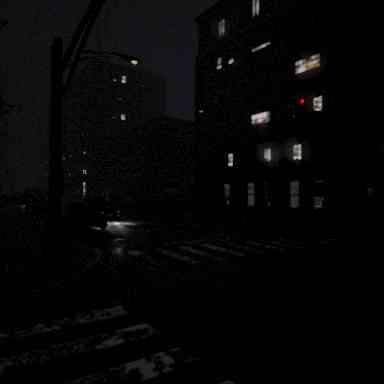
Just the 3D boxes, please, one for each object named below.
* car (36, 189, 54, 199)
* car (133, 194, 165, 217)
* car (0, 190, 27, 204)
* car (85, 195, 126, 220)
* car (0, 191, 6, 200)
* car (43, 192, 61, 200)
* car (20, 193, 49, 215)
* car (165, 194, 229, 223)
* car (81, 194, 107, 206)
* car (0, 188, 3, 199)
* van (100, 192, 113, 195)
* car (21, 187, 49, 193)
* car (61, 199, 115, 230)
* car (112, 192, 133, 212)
[{"bbox_3d":[-28.397,0.308,64.158,2.192,1.841,5.009,2,0,-36],"label":"car"},{"bbox_3d":[-2.678,1.046,28.234,2.192,1.841,5.009,2,0,-36],"label":"car"},{"bbox_3d":[-22.357,0.802,41.315,2.008,1.369,4.403,2,0,-36],"label":"car"},{"bbox_3d":[-6.891,1.212,24.311,1.837,1.490,4.892,1,1,-36],"label":"car"},{"bbox_3d":[-32.002,0.562,54.785,1.802,1.307,4.206,2,0,-36],"label":"car"},{"bbox_3d":[-25.189,0.646,59.666,1.947,1.339,4.313,2,0,-36],"label":"car"},{"bbox_3d":[-12.712,1.077,27.844,1.887,1.381,4.507,2,0,-36],"label":"car"},{"bbox_3d":[0.536,1.145,23.743,2.192,1.841,5.009,2,0,-36],"label":"car"},{"bbox_3d":[-12.330,1.025,41.704,1.802,1.307,4.206,2,0,-36],"label":"car"},{"bbox_3d":[-35.208,0.207,59.278,2.192,1.841,5.009,2,0,-36],"label":"car"},{"bbox_3d":[-9.108,0.879,37.214,1.690,1.788,3.998,2,0,-36],"label":"van"},{"bbox_3d":[-20.885,0.435,43.866,2.150,2.045,5.566,1,0,-36],"label":"car"},{"bbox_3d":[-6.283,1.296,18.861,1.947,1.339,4.313,2,0,-36],"label":"car"},{"bbox_3d":[-5.898,1.073,32.725,1.967,1.590,4.097,2,0,-36],"label":"car"}]
